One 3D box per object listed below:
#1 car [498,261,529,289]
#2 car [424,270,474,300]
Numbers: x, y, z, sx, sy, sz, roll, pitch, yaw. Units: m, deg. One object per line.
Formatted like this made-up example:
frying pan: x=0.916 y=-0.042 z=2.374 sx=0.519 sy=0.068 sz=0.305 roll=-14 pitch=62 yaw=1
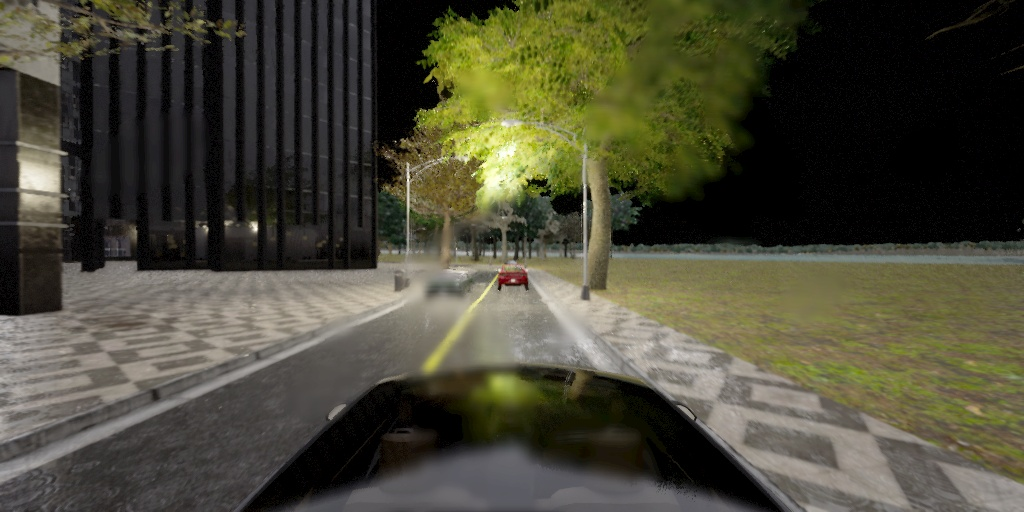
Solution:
car: x=0.070 y=1.308 z=23.698 sx=1.882 sy=1.535 sz=5.008 roll=0 pitch=0 yaw=0
car: x=-3.085 y=1.421 z=18.315 sx=1.895 sy=1.301 sz=4.718 roll=0 pitch=0 yaw=0
